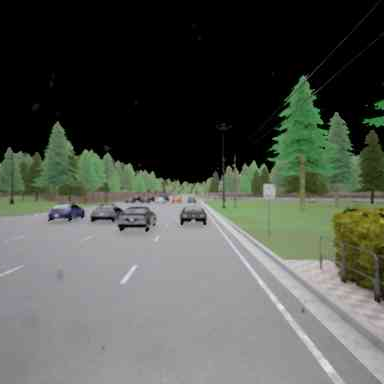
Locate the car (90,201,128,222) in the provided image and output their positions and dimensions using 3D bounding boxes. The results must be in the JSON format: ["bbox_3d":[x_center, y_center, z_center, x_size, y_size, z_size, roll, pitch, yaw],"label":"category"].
[{"bbox_3d":[-6.900,1.690,27.475,1.994,1.385,4.181,0,0,0],"label":"car"}]

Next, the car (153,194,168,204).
[{"bbox_3d":[-6.999,1.859,74.894,1.812,1.442,4.674,0,0,0],"label":"car"}]

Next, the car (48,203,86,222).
[{"bbox_3d":[-10.399,1.653,27.815,1.812,1.442,4.674,0,0,0],"label":"car"}]

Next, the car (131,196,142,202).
[{"bbox_3d":[-13.999,1.695,84.481,1.882,1.535,5.008,0,0,0],"label":"car"}]

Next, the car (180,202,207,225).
[{"bbox_3d":[0.099,1.716,25.289,1.895,1.301,4.718,0,0,0],"label":"car"}]

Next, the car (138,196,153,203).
[{"bbox_3d":[-10.499,1.862,75.310,1.812,1.442,4.674,0,0,0],"label":"car"}]

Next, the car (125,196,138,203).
[{"bbox_3d":[-13.999,1.893,75.727,1.994,1.385,4.181,0,0,0],"label":"car"}]

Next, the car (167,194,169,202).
[{"bbox_3d":[-6.999,1.442,84.513,2.150,2.045,5.566,0,0,0],"label":"car"}]

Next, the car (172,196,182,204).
[{"bbox_3d":[-3.499,1.694,75.698,2.097,1.767,4.553,0,0,0],"label":"car"}]

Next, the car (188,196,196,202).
[{"bbox_3d":[0.001,1.892,75.727,1.994,1.385,4.181,0,0,0],"label":"car"}]

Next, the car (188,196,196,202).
[{"bbox_3d":[0.001,1.694,84.481,1.882,1.535,5.008,0,0,0],"label":"car"}]

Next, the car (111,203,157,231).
[{"bbox_3d":[-3.400,1.645,21.291,2.033,1.411,5.357,0,0,0],"label":"car"}]

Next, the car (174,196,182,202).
[{"bbox_3d":[-3.499,1.741,84.481,1.812,1.442,4.674,0,0,0],"label":"car"}]
